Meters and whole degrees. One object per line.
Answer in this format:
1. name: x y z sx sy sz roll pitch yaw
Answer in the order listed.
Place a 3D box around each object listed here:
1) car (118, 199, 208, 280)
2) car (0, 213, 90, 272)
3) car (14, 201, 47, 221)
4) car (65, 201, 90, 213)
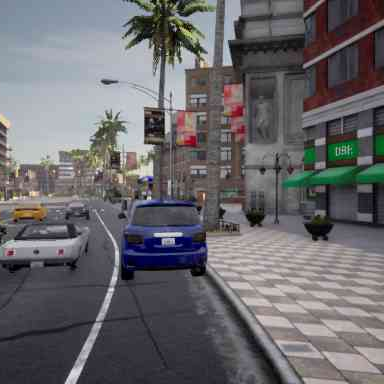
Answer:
1. car: -1.055 1.218 10.220 2.150 2.045 5.566 0 0 -11
2. car: -4.477 1.597 10.849 1.895 1.301 4.718 0 0 -11
3. car: -12.592 1.467 26.157 1.882 1.535 5.008 0 0 -18
4. car: -9.592 1.517 27.914 1.812 1.442 4.674 0 0 -18
